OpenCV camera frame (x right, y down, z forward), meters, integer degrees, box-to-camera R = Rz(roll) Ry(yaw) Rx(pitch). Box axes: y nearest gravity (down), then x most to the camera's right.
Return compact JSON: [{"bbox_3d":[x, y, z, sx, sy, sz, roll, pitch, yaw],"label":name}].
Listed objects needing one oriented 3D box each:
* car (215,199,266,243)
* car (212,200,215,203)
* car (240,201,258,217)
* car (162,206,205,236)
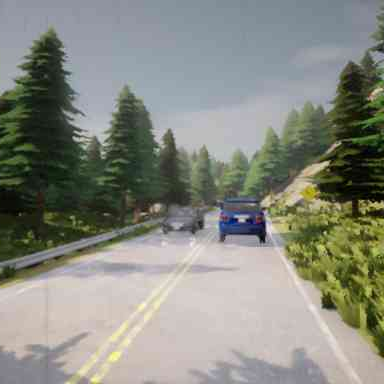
[{"bbox_3d":[2.607,1.343,17.133,2.150,2.045,5.566,0,0,9],"label":"car"},{"bbox_3d":[4.982,2.160,61.566,1.882,1.535,5.008,2,-4,-10],"label":"car"},{"bbox_3d":[6.198,1.796,35.866,1.812,1.442,4.674,0,0,11],"label":"car"},{"bbox_3d":[-0.383,1.625,19.668,2.128,1.511,4.902,0,0,10],"label":"car"}]
